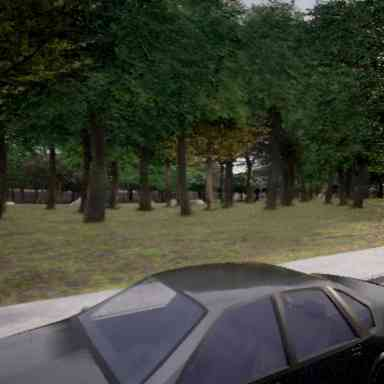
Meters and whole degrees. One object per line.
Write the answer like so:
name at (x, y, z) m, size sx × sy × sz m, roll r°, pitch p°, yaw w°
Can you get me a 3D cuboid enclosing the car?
car at (0.251, 1.494, 3.215) m, size 5.357 × 1.411 × 2.033 m, roll 0°, pitch 1°, yaw -32°
